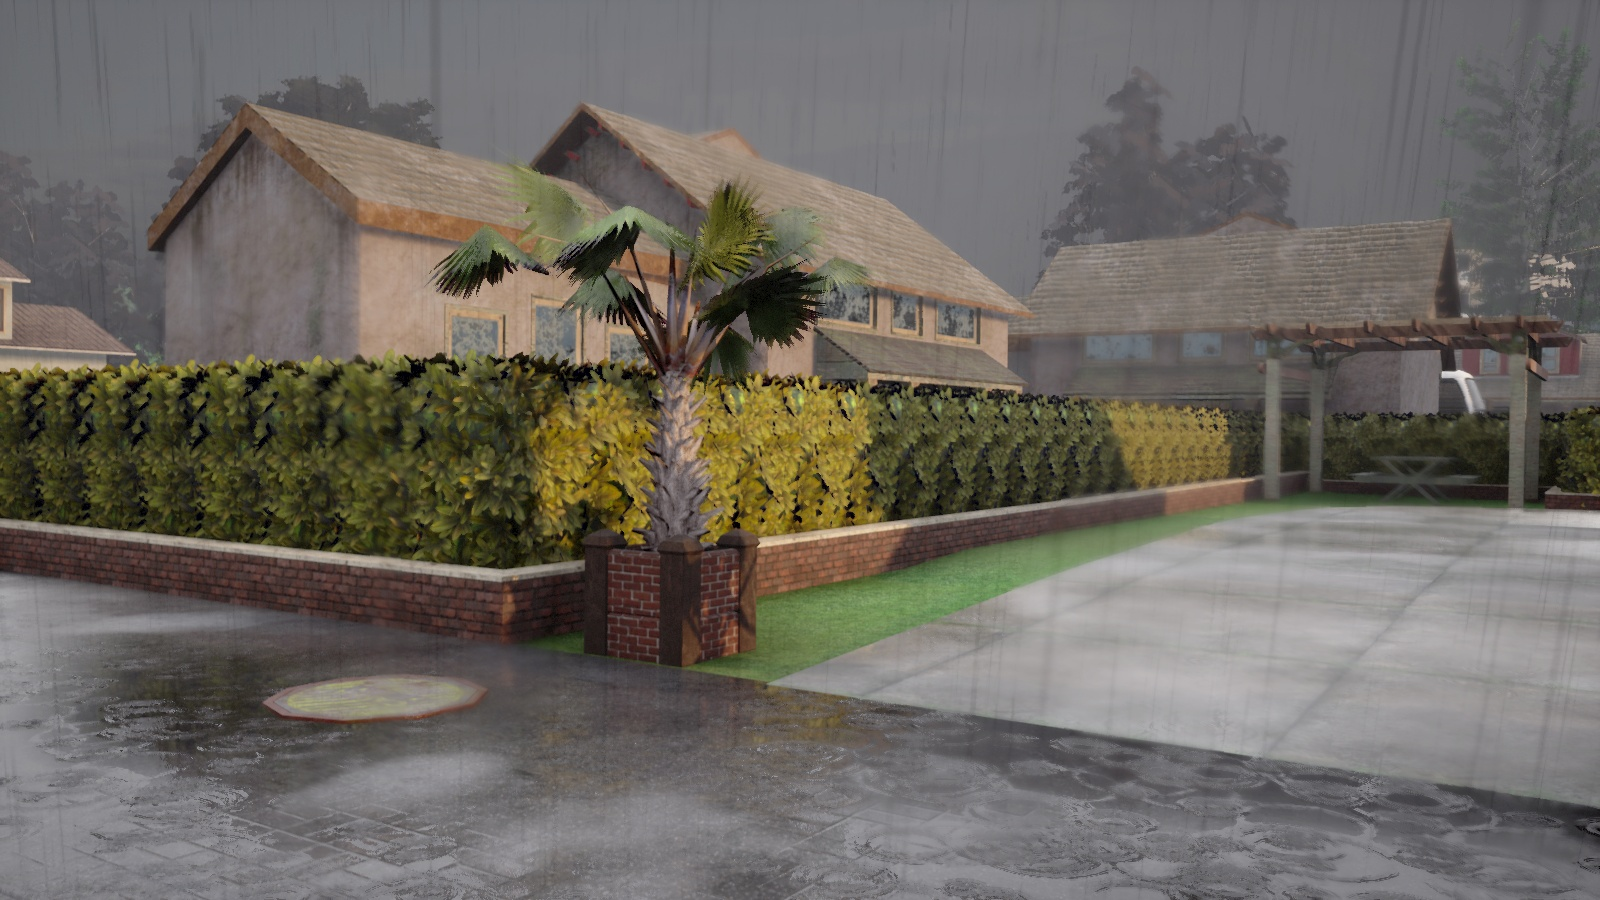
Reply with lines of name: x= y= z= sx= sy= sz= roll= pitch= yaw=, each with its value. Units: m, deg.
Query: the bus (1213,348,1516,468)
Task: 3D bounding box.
bus: x=21.926 y=-1.546 z=49.089 sx=10.273 sy=4.253 sz=3.944 roll=0 pitch=1 yaw=34
